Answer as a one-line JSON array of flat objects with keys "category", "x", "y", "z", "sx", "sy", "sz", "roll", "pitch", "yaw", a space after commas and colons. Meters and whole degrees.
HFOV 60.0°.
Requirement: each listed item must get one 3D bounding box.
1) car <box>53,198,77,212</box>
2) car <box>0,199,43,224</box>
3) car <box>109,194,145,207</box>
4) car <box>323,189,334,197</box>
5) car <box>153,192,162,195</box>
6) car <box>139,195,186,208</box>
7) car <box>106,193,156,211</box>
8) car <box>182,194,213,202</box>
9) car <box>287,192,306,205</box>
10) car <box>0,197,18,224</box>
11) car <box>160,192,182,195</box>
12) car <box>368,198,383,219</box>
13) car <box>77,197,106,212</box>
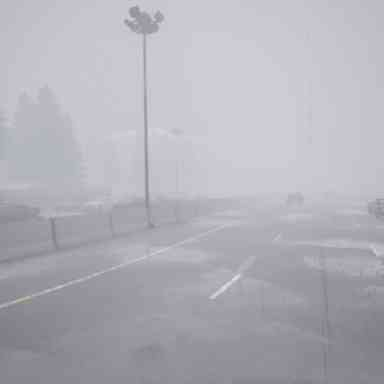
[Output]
[{"category": "car", "x": -12.325, "y": 1.323, "z": 35.142, "sx": 1.895, "sy": 1.301, "sz": 4.718, "roll": -1, "pitch": 1, "yaw": 22}, {"category": "car", "x": -11.233, "y": 1.403, "z": 19.738, "sx": 2.128, "sy": 1.511, "sz": 4.902, "roll": -1, "pitch": 1, "yaw": 23}, {"category": "car", "x": -8.557, "y": 1.082, "z": 44.284, "sx": 2.033, "sy": 1.411, "sz": 5.357, "roll": -1, "pitch": 1, "yaw": 23}, {"category": "car", "x": 26.612, "y": 0.173, "z": 64.917, "sx": 1.882, "sy": 1.535, "sz": 5.008, "roll": -1, "pitch": 1, "yaw": 23}, {"category": "car", "x": -4.931, "y": 0.831, "z": 43.883, "sx": 2.097, "sy": 1.767, "sz": 4.553, "roll": -1, "pitch": 1, "yaw": 23}, {"category": "car", "x": -2.623, "y": 1.223, "z": 31.130, "sx": 1.895, "sy": 1.301, "sz": 4.718, "roll": -1, "pitch": 1, "yaw": 22}, {"category": "car", "x": -5.847, "y": 1.135, "z": 32.493, "sx": 1.882, "sy": 1.535, "sz": 5.008, "roll": -1, "pitch": 1, "yaw": 22}, {"category": "car", "x": 0.872, "y": 1.048, "z": 39.626, "sx": 1.895, "sy": 1.301, "sz": 4.718, "roll": -1, "pitch": 1, "yaw": 23}, {"category": "car", "x": 12.731, "y": 0.751, "z": 40.593, "sx": 1.837, "sy": 1.490, "sz": 4.892, "roll": -1, "pitch": 1, "yaw": 23}, {"category": "car", "x": -14.158, "y": 1.280, "z": 21.822, "sx": 2.097, "sy": 1.767, "sz": 4.553, "roll": -1, "pitch": 1, "yaw": 23}, {"category": "car", "x": -1.919, "y": 0.985, "z": 42.013, "sx": 1.812, "sy": 1.442, "sz": 4.674, "roll": -1, "pitch": 1, "yaw": 23}, {"category": "car", "x": 13.356, "y": 1.080, "z": 22.779, "sx": 1.895, "sy": 1.301, "sz": 4.718, "roll": -1, "pitch": 1, "yaw": 20}, {"category": "car", "x": -9.081, "y": 1.216, "z": 33.831, "sx": 1.812, "sy": 1.442, "sz": 4.674, "roll": -1, "pitch": 1, "yaw": 22}]
